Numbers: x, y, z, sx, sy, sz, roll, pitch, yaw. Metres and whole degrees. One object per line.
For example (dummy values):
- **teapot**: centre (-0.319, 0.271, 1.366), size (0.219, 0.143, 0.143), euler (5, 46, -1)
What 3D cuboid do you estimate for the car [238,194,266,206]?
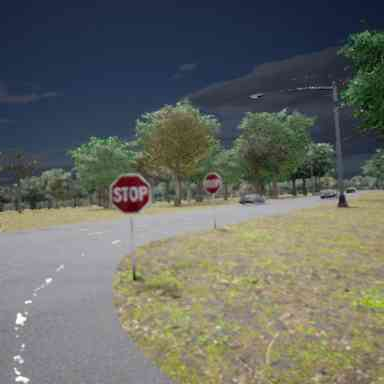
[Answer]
- **car**: centre (7.887, 0.968, 43.040), size (2.033, 1.411, 5.357), euler (-4, -1, 34)

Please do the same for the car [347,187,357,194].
- **car**: centre (41.398, -0.452, 86.075), size (1.882, 1.535, 5.008), euler (-4, -1, 33)

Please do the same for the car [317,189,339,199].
- **car**: centre (20.363, 0.351, 48.956), size (1.895, 1.301, 4.718), euler (-4, -1, 33)

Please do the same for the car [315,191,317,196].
- **car**: centre (28.524, 0.179, 73.152), size (1.812, 1.442, 4.674), euler (-4, -1, 34)
